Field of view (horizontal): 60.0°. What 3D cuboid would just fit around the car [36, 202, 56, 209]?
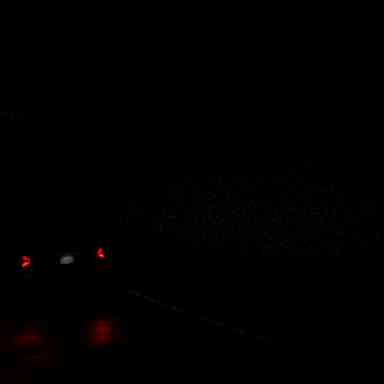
[{"bbox_3d":[-17.484,2.191,39.817,1.994,1.385,4.181,0,-1,-12],"label":"car"}]

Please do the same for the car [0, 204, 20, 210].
[{"bbox_3d":[-20.598,2.123,37.483,1.812,1.442,4.674,0,-1,-13],"label":"car"}]

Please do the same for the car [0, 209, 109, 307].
[{"bbox_3d":[-3.960,1.492,8.716,2.097,1.767,4.553,1,-1,-38],"label":"car"}]
